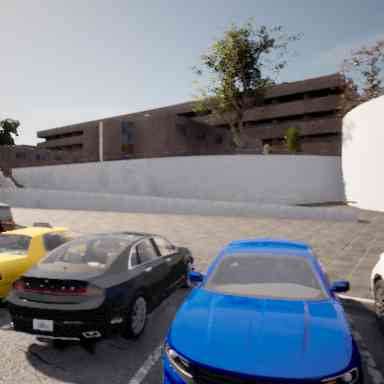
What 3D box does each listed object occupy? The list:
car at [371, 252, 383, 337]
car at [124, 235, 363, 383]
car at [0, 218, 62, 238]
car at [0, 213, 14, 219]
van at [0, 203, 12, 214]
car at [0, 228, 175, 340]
[{"bbox_3d":[3.544,1.233,3.307,2.435,2.045,5.566,0,-1,15],"label":"car"},{"bbox_3d":[1.117,1.505,5.007,2.097,1.535,5.008,0,-1,15],"label":"car"},{"bbox_3d":[-3.700,1.552,8.642,1.946,1.575,5.366,0,-1,15],"label":"car"},{"bbox_3d":[-6.172,1.608,10.221,2.163,1.488,4.792,0,-1,15],"label":"car"},{"bbox_3d":[-8.634,1.376,11.812,1.878,1.987,4.442,0,-1,15],"label":"van"},{"bbox_3d":[-1.322,1.529,6.728,2.231,1.521,4.892,0,-1,15],"label":"car"}]
